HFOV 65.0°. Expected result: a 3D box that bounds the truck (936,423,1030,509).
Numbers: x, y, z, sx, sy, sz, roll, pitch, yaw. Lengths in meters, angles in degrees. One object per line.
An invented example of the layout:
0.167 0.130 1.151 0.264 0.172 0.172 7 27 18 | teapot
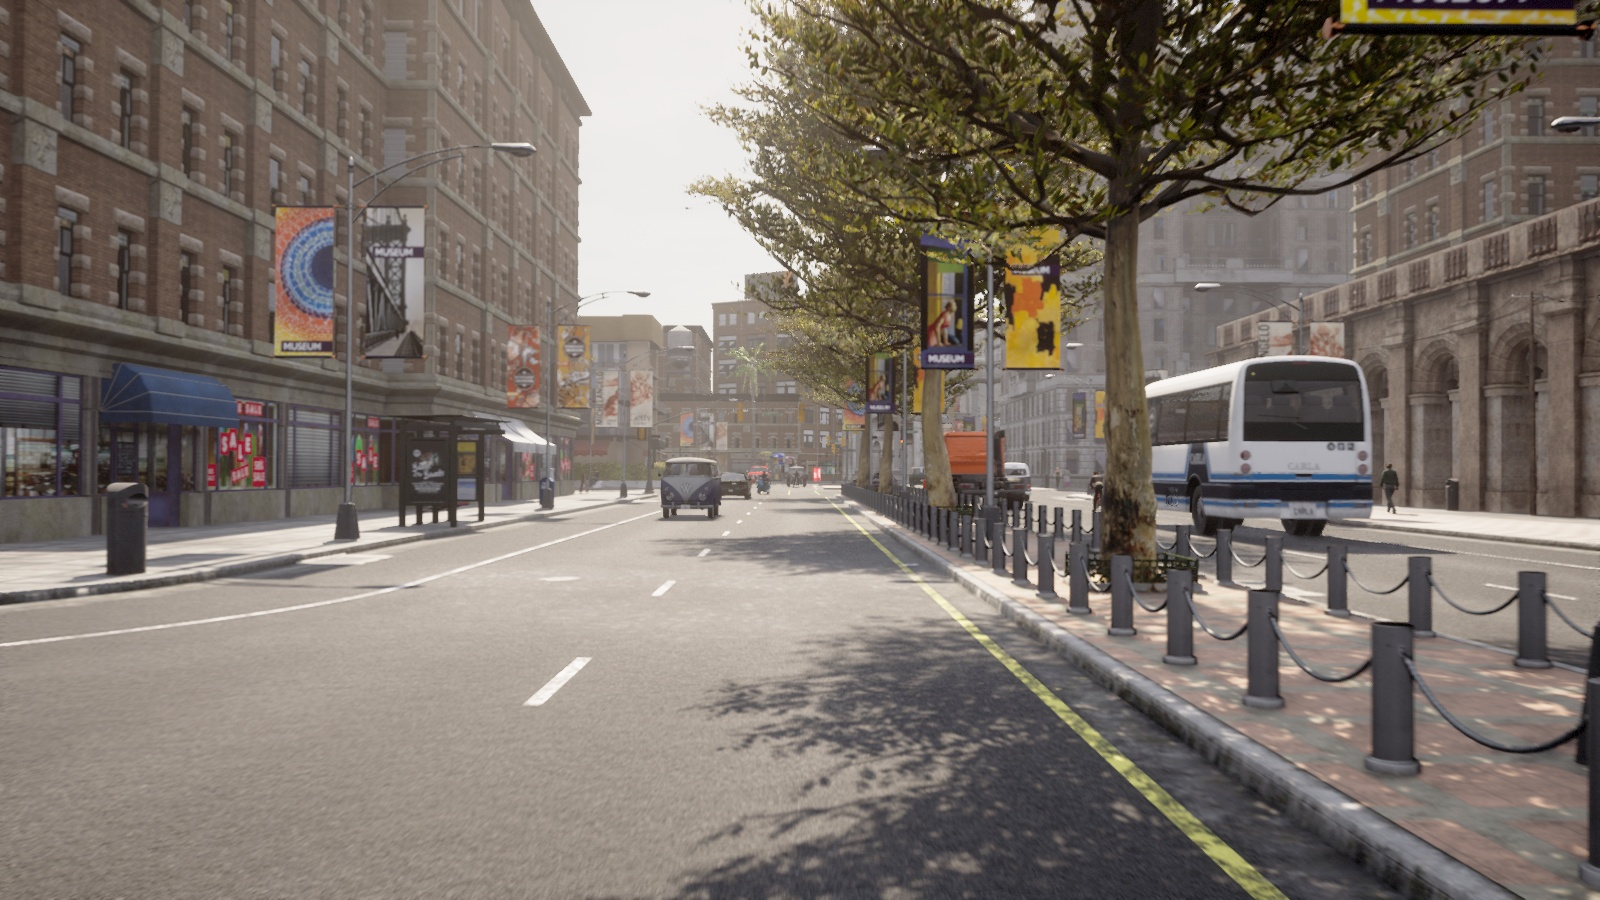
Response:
7.861 0.725 54.932 2.891 3.462 7.936 0 -1 0 | truck

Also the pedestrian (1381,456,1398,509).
20.499 1.123 43.673 0.353 1.847 0.614 0 -1 5 | pedestrian

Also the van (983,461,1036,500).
11.332 1.638 68.167 2.069 2.038 4.480 0 -1 0 | van

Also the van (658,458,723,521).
-3.604 1.287 41.950 1.775 1.987 4.442 0 -1 0 | van

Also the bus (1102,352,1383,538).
11.411 -0.035 34.037 3.944 4.253 10.273 0 -1 0 | bus

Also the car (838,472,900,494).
4.843 2.282 87.650 4.193 1.474 1.816 1 -1 -38 | car

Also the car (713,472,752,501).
-3.678 1.974 69.420 1.882 1.535 5.008 0 -1 0 | car
